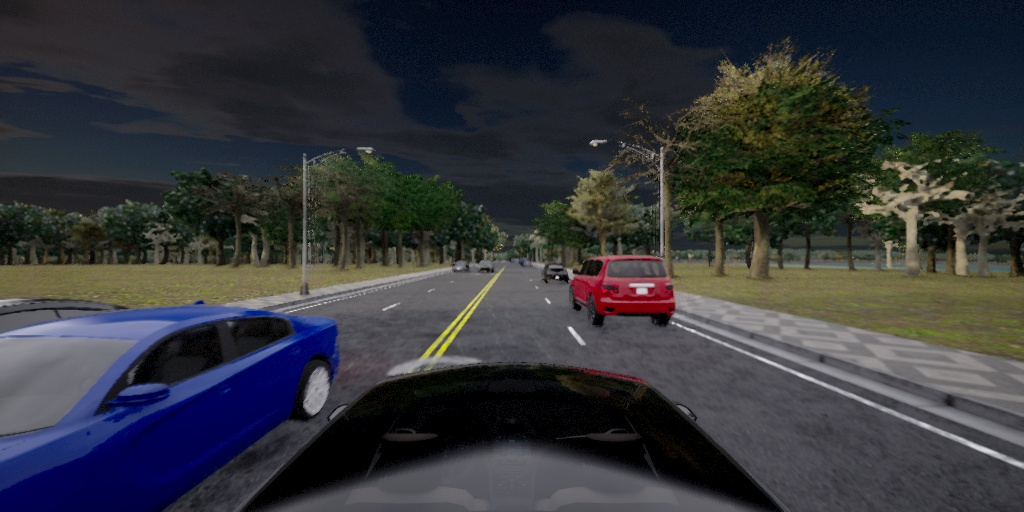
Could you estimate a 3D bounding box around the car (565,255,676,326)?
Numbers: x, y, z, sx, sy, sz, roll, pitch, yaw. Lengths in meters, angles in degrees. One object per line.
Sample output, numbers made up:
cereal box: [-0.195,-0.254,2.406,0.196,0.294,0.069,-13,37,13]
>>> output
car: [3.355,1.008,11.926,2.150,2.045,5.566,0,0,0]

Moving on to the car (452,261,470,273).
car: [-6.569,1.421,46.743,2.128,1.511,4.902,0,0,0]

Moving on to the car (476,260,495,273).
car: [-3.312,1.278,45.835,2.097,1.767,4.553,0,0,0]

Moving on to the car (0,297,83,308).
car: [-6.611,1.284,4.275,1.812,1.442,4.674,0,0,0]

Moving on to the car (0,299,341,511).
car: [-3.350,1.232,3.010,1.882,1.535,5.008,0,0,0]

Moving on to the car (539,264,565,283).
car: [3.359,1.356,28.961,1.837,1.490,4.892,0,0,0]
